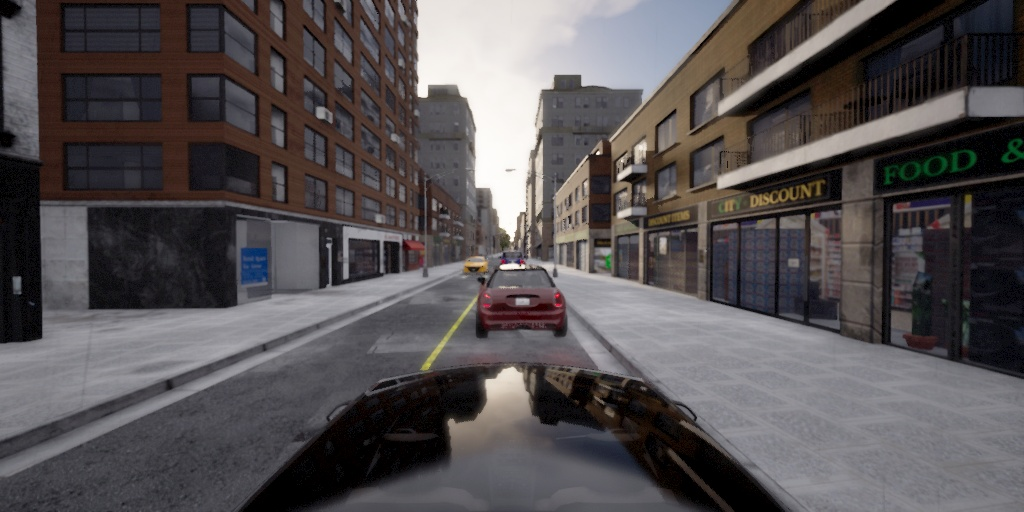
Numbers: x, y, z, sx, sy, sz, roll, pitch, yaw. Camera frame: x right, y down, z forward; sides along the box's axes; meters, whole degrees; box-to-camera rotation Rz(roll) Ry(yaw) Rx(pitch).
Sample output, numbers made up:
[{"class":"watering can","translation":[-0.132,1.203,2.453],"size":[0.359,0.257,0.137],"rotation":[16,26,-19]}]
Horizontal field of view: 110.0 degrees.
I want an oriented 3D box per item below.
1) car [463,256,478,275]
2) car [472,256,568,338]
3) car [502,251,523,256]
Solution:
[{"class":"car","translation":[-3.161,0.809,31.977],"size":[1.882,1.535,5.008],"rotation":[0,1,0]},{"class":"car","translation":[0.116,0.987,9.950],"size":[2.097,1.767,4.553],"rotation":[0,1,-3]},{"class":"car","translation":[0.038,0.566,31.092],"size":[2.150,2.045,5.566],"rotation":[0,1,0]}]
